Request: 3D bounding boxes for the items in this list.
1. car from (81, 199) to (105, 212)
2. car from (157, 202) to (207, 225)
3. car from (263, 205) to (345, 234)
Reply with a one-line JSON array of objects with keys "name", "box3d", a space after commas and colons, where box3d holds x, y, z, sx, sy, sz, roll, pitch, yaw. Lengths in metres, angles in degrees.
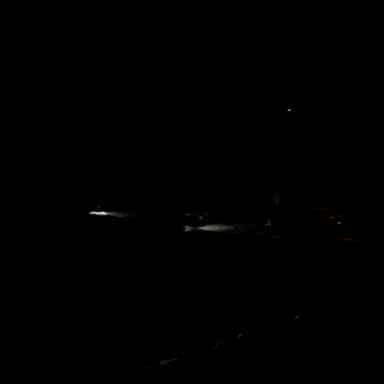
[{"name": "car", "box3d": [-12.622, 1.653, 42.141, 2.128, 1.511, 4.902, -1, 0, -36]}, {"name": "car", "box3d": [-0.828, 1.563, 25.623, 1.882, 1.535, 5.008, -1, 0, -35]}, {"name": "car", "box3d": [6.428, 1.510, 19.725, 1.882, 1.535, 5.008, -3, 2, -35]}]
